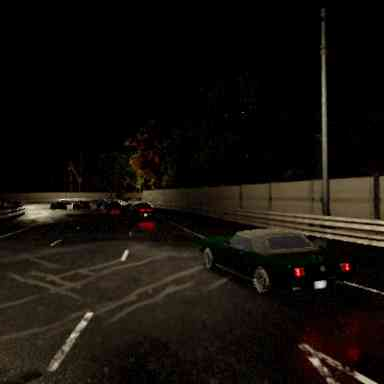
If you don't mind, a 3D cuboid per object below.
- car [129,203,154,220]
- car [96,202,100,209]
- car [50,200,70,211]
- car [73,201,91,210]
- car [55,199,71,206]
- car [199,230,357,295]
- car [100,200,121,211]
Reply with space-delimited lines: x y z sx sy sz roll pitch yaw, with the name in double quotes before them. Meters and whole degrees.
"car" -4.825 1.820 31.751 1.837 1.490 4.892 0 -1 -17
"car" -14.329 2.113 54.749 1.812 1.442 4.674 0 -1 -31
"car" -20.744 2.156 51.700 1.994 1.385 4.181 0 -1 -31
"car" -17.700 2.139 53.429 2.033 1.411 5.357 0 -1 -31
"car" -29.323 2.412 75.549 1.994 1.385 4.181 0 -1 -42
"car" 1.876 1.676 9.032 1.895 1.301 4.718 0 -1 -22
"car" -12.041 2.031 50.140 1.837 1.490 4.892 0 -1 -26
